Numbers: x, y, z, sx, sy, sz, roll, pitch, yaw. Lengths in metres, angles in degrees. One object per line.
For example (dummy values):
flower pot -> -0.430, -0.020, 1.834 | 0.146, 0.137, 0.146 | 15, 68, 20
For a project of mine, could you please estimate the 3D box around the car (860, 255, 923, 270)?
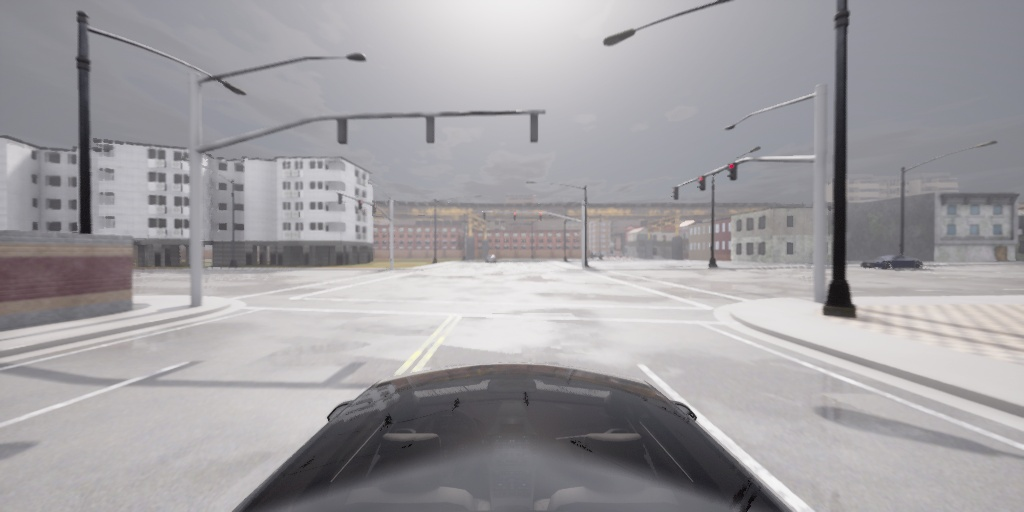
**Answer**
car -> 34.421, 0.562, 32.594 | 4.181, 1.385, 1.994 | -1, 1, 1

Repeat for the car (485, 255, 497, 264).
car -> -3.625, 0.571, 63.309 | 2.128, 1.511, 4.902 | 0, 1, 1
